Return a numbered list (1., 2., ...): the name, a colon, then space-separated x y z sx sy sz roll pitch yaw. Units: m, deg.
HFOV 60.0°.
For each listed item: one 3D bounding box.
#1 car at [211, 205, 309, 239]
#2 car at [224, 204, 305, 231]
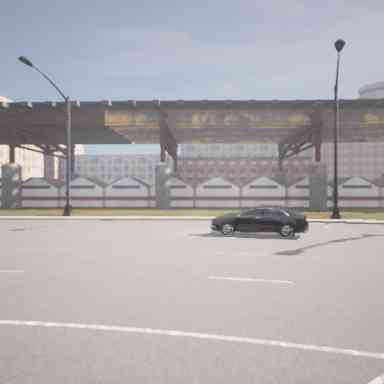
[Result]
1. car: 3.447 1.498 17.134 4.892 1.490 1.837 0 -2 14
2. car: 4.429 1.515 20.494 4.674 1.442 1.812 0 -1 15
